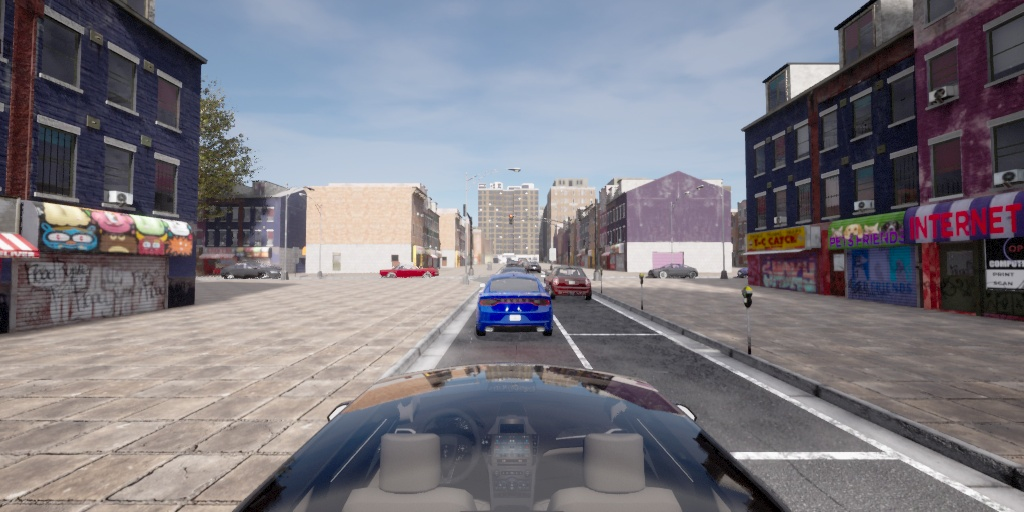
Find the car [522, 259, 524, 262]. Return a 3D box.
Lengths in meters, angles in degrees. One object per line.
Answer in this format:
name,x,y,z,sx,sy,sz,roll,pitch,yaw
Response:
car,2.633,1.452,50.002,1.948,1.339,4.313,0,0,0

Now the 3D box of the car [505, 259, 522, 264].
car,0.111,1.388,49.541,1.837,1.490,4.892,0,0,0

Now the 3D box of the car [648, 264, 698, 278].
car,14.605,1.379,32.653,4.181,1.385,1.994,0,-2,0

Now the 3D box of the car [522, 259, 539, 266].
car,2.634,1.420,44.566,1.948,1.339,4.313,0,0,0

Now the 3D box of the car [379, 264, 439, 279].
car,-8.506,1.360,30.098,4.718,1.301,1.895,0,-2,-5

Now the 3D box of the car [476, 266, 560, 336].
car,0.039,1.233,10.496,1.882,1.535,5.008,0,0,-1

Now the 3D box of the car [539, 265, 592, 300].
car,2.635,1.206,17.822,1.967,1.591,4.097,0,0,0

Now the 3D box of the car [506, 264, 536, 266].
car,0.098,1.292,18.022,1.812,1.442,4.674,0,0,0

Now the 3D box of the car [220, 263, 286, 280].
car,-21.507,1.325,29.936,4.902,1.511,2.128,0,-2,0

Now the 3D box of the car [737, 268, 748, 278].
car,23.059,1.336,32.599,4.674,1.442,1.812,0,-2,0
